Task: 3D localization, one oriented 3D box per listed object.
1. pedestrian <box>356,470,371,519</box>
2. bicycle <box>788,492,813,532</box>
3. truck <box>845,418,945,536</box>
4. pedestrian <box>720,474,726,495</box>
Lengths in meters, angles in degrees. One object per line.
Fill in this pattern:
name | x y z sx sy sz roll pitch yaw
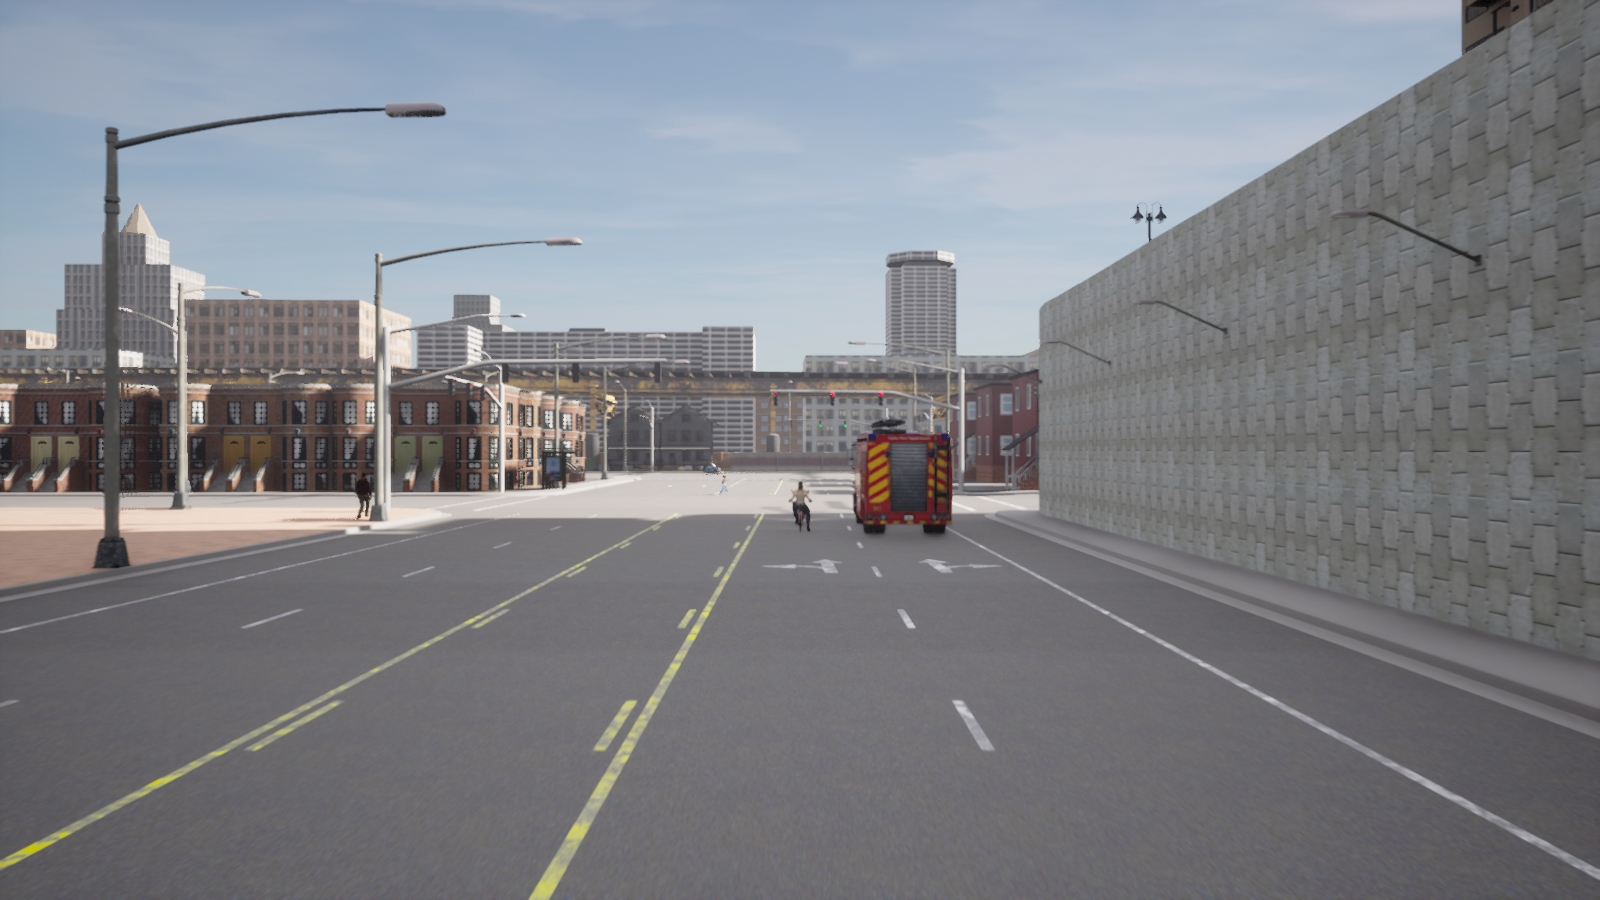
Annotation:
pedestrian | -16.661 1.697 43.630 0.375 1.860 0.375 0 0 11
bicycle | 0.014 2.145 39.506 0.859 1.301 1.487 0 0 0
truck | 3.263 0.891 41.328 2.891 3.827 8.468 0 0 0
pedestrian | -4.732 2.129 70.420 0.375 1.300 0.375 0 0 1
